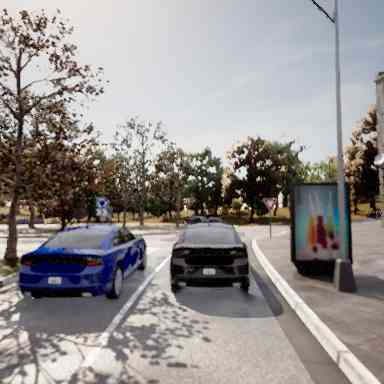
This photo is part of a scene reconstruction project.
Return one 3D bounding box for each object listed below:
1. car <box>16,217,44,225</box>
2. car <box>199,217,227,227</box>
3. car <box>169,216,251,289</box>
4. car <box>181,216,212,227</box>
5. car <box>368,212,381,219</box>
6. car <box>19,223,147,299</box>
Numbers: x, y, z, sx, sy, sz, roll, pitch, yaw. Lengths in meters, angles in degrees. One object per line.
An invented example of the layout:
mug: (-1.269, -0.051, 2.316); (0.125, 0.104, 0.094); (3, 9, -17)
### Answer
car: (-25.169, 4.472, 51.256); (4.181, 1.385, 1.994); (3, -5, -37)
car: (3.113, 4.471, 50.637); (1.994, 1.385, 4.181); (3, -5, -36)
car: (0.512, 1.603, 9.514); (1.882, 1.535, 5.008); (0, -2, 3)
car: (0.590, 4.268, 48.803); (2.128, 1.511, 4.902); (3, -5, -36)
car: (26.387, 2.915, 44.871); (4.718, 1.301, 1.895); (-5, -3, -8)
car: (-2.462, 1.589, 8.754); (1.882, 1.535, 5.008); (0, -2, 3)
